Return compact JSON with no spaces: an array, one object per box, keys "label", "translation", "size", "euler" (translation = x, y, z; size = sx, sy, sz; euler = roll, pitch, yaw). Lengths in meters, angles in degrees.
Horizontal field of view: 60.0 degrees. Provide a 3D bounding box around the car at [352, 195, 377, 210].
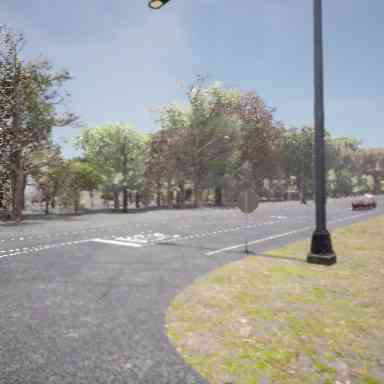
[{"label":"car","translation":[20.535,1.376,39.460],"size":[1.895,1.301,4.718],"euler":[-1,0,39]}]
